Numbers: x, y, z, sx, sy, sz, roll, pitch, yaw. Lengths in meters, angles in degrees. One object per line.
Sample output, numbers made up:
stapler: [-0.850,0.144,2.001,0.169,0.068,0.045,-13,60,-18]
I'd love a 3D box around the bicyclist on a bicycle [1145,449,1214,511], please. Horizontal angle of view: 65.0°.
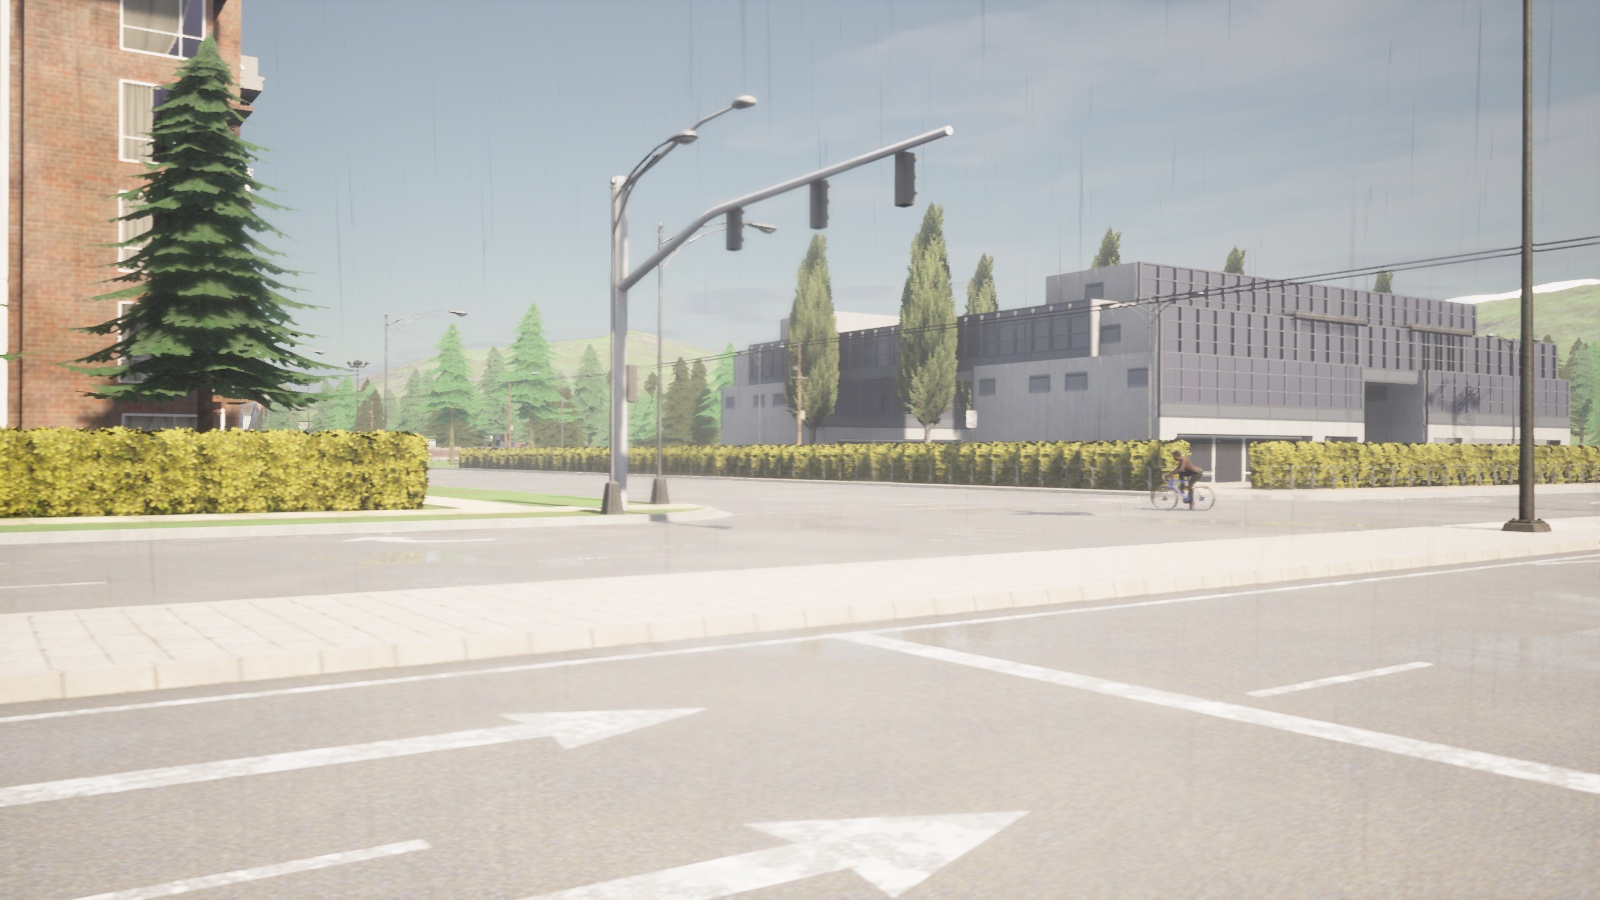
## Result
bicyclist on a bicycle: [10.122,0.800,33.524,1.656,1.620,0.582,0,-2,6]
